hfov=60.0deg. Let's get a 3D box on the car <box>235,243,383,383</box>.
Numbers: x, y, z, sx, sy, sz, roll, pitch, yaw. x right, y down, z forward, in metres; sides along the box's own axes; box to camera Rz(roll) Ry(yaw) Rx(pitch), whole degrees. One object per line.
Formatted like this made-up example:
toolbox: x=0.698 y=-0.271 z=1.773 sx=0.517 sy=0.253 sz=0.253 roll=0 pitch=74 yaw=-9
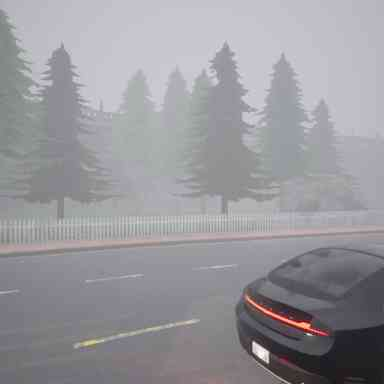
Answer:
car: x=2.945 y=1.505 z=4.679 sx=4.892 sy=1.490 sz=1.837 roll=0 pitch=0 yaw=-25
